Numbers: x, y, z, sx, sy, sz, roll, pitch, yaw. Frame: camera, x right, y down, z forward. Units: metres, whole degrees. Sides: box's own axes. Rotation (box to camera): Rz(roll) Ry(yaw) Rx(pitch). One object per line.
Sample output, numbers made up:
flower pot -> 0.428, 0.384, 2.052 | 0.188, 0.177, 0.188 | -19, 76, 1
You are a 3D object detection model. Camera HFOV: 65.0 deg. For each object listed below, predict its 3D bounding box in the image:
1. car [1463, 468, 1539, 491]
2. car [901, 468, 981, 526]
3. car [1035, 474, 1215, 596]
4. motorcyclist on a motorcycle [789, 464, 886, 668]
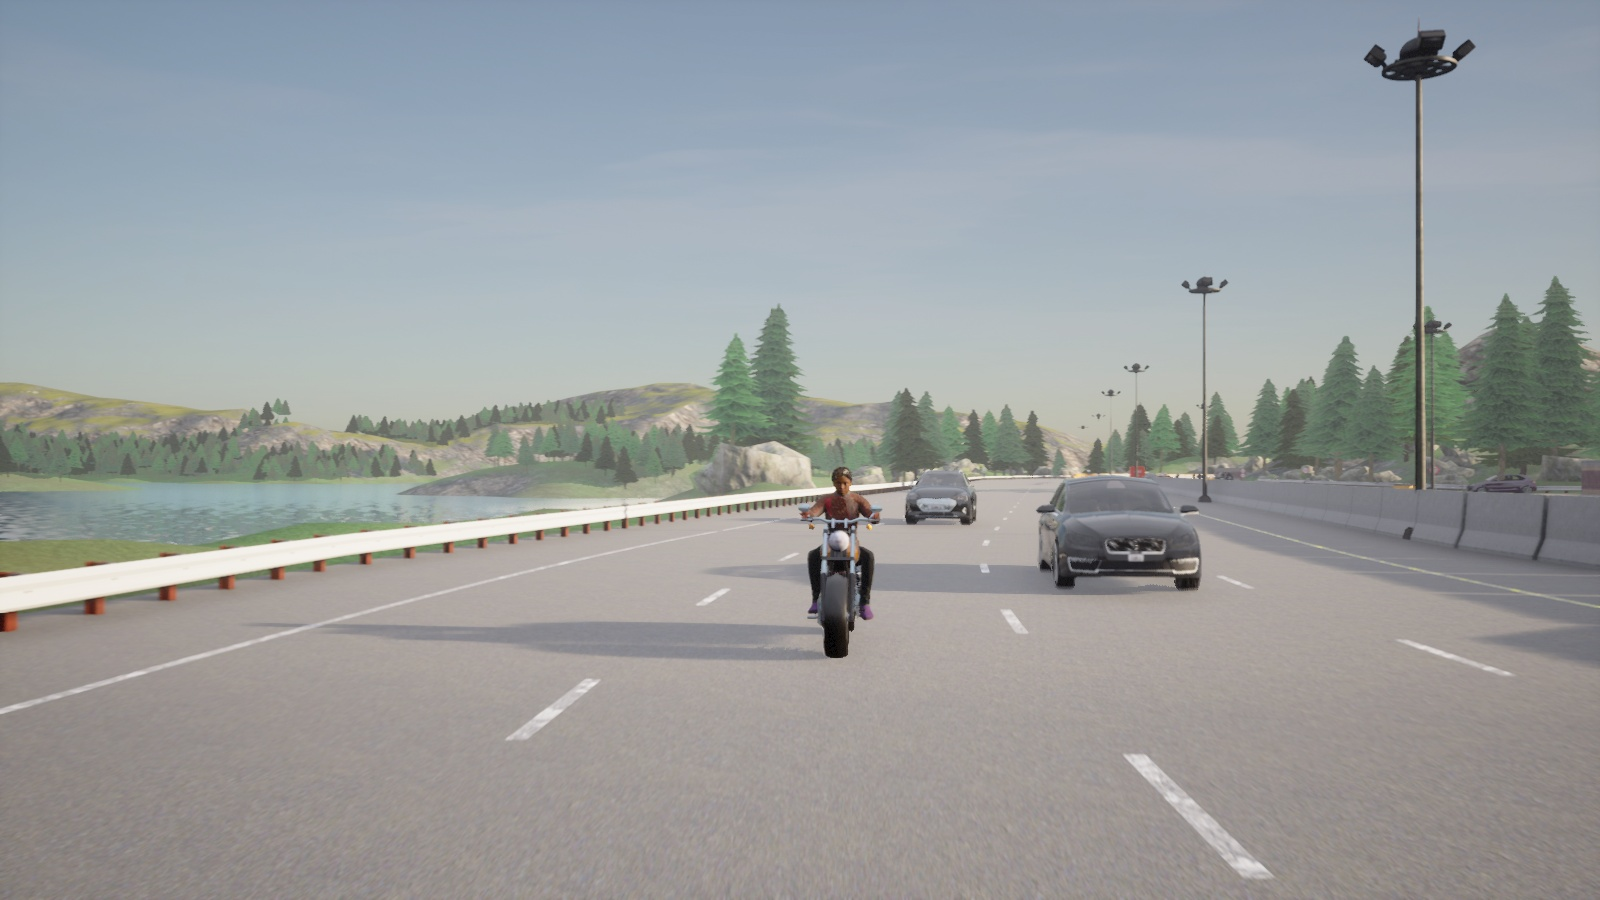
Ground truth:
car -> 48.129, 2.024, 86.250 | 4.193, 1.474, 1.816 | -2, -1, 15
car -> 4.339, 1.366, 38.077 | 2.033, 1.649, 4.856 | 0, -1, 11
car -> 4.501, 1.106, 18.081 | 1.837, 1.490, 4.892 | -1, -1, 7
motorcyclist on a motorcycle -> 0.381, 0.954, 11.358 | 0.766, 1.649, 2.350 | 0, -1, 4
